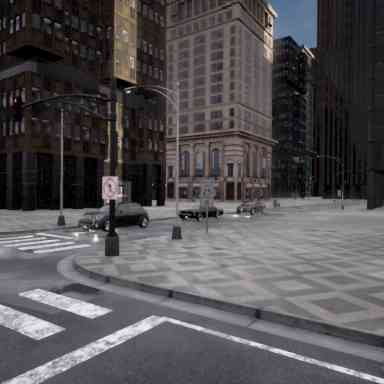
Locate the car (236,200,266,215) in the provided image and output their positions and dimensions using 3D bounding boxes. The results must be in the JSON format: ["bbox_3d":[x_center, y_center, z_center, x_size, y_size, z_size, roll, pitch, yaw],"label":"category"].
[{"bbox_3d":[6.670,1.703,37.182,1.837,1.490,4.892,1,0,35],"label":"car"}]

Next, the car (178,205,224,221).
[{"bbox_3d":[0.822,1.741,28.919,1.895,1.301,4.718,1,0,35],"label":"car"}]

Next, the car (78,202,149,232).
[{"bbox_3d":[-4.831,1.431,20.906,2.097,1.767,4.553,1,0,35],"label":"car"}]
